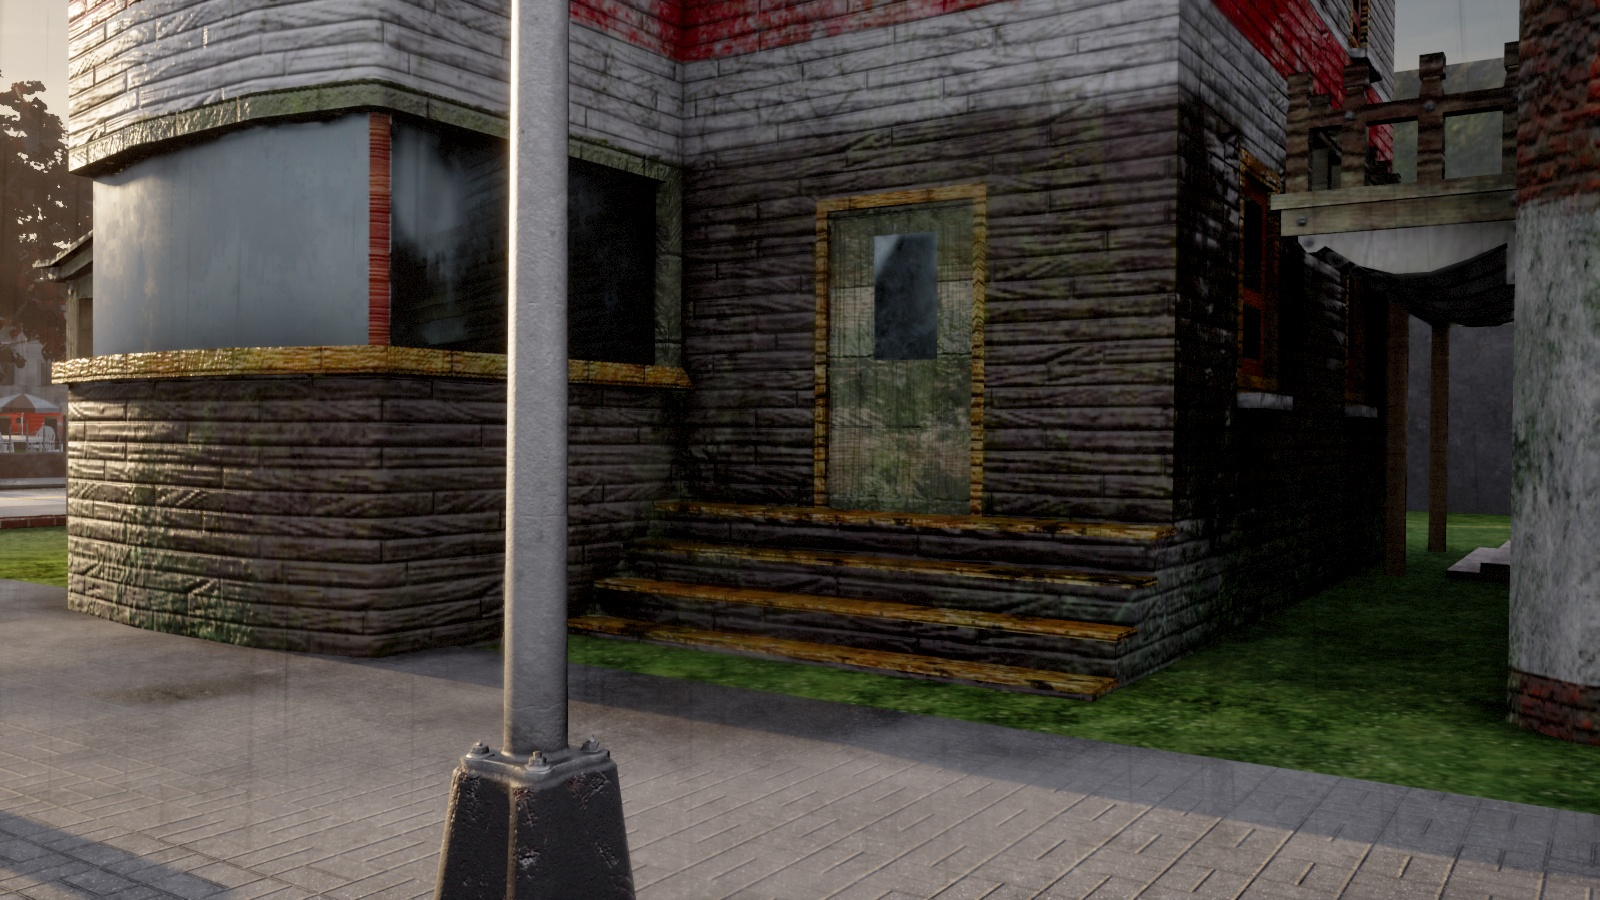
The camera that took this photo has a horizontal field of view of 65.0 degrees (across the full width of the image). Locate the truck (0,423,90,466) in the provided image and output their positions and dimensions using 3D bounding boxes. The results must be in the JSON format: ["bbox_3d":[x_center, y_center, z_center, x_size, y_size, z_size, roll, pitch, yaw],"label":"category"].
[{"bbox_3d":[-45.112,-0.355,73.811,2.627,2.467,5.204,0,1,33],"label":"truck"}]
